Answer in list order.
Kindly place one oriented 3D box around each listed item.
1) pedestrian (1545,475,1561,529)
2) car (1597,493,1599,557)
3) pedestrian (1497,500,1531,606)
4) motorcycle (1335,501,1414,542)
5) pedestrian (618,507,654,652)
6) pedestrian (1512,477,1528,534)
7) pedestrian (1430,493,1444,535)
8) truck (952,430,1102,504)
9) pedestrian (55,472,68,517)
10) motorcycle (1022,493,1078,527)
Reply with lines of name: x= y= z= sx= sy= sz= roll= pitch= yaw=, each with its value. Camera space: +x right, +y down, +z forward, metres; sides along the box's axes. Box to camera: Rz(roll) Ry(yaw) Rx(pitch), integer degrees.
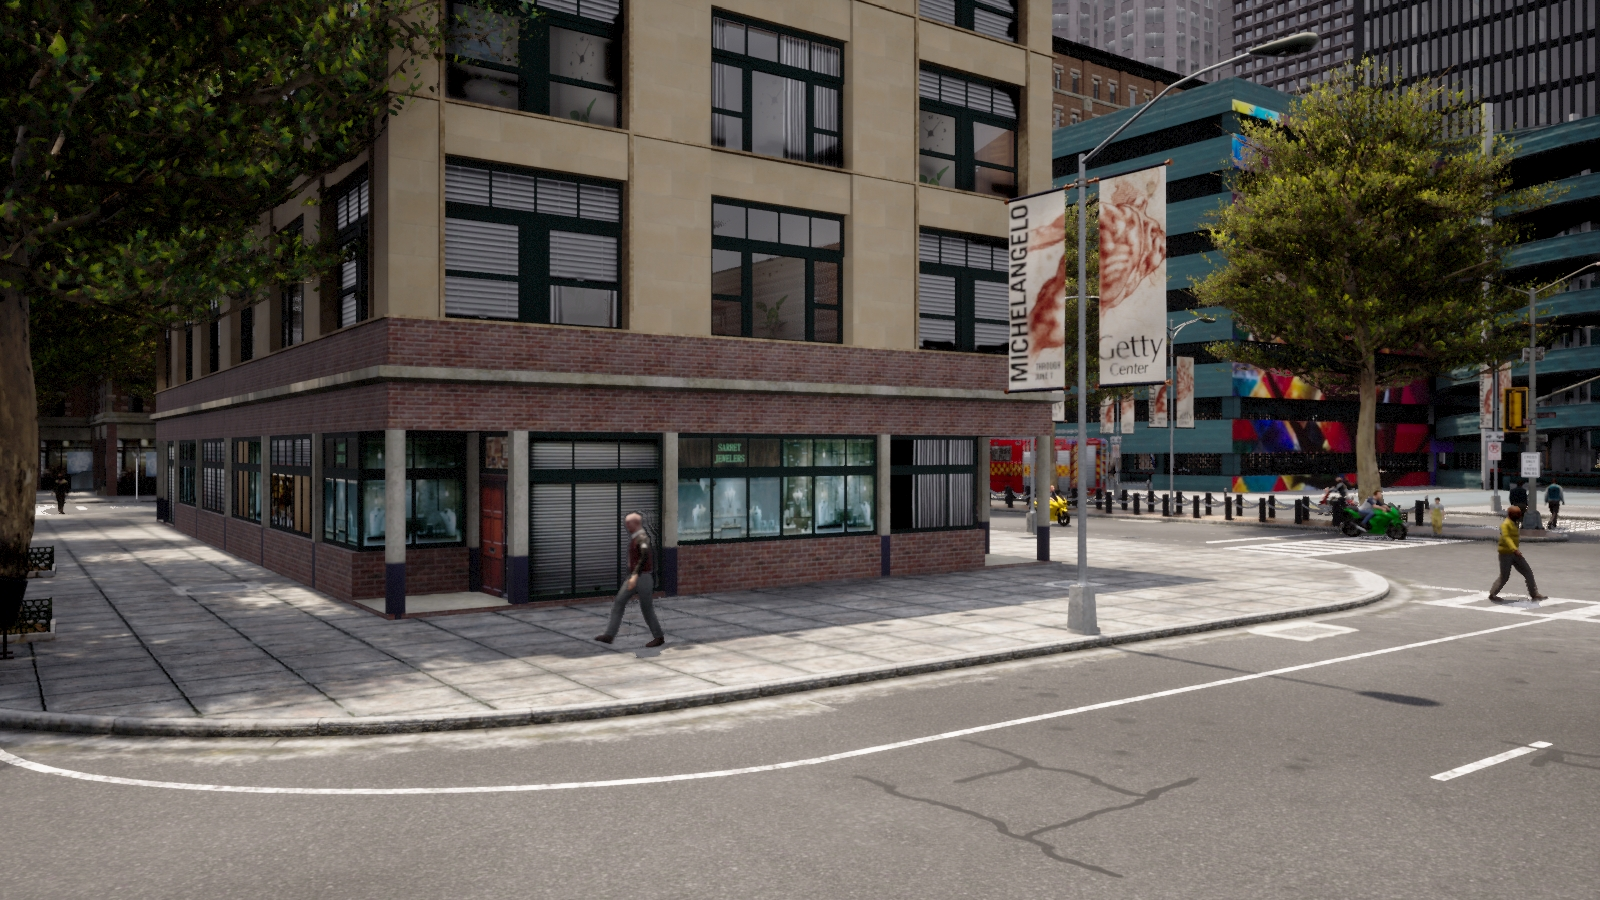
pedestrian: x=26.429 y=1.831 z=40.104 sx=0.375 sy=1.860 sz=0.375 roll=0 pitch=0 yaw=-43
car: x=23.490 y=1.977 z=29.010 sx=2.152 sy=1.651 sz=5.027 roll=0 pitch=0 yaw=-45
pedestrian: x=12.851 y=1.840 z=20.561 sx=0.375 sy=1.860 sz=0.375 roll=0 pitch=0 yaw=-27
motorcycle: x=17.877 y=2.199 z=35.587 sx=0.803 sy=1.145 sz=2.033 roll=0 pitch=0 yaw=-36
pedestrian: x=-2.163 y=1.693 z=15.058 sx=0.375 sy=1.860 sz=0.375 roll=0 pitch=0 yaw=-28
pedestrian: x=23.926 y=1.832 z=37.959 sx=0.375 sy=1.860 sz=0.375 roll=0 pitch=0 yaw=45
pedestrian: x=20.109 y=2.027 z=36.070 sx=0.375 sy=1.300 sz=0.375 roll=0 pitch=0 yaw=29
truck: x=12.374 y=0.872 z=63.201 sx=2.891 sy=3.827 sz=8.468 roll=0 pitch=0 yaw=-35
pedestrian: x=-30.963 y=1.848 z=47.923 sx=0.375 sy=1.860 sz=0.375 roll=0 pitch=0 yaw=-18
motorcycle: x=9.194 y=2.200 z=42.117 sx=0.803 sy=1.145 sz=2.033 roll=0 pitch=0 yaw=-33
